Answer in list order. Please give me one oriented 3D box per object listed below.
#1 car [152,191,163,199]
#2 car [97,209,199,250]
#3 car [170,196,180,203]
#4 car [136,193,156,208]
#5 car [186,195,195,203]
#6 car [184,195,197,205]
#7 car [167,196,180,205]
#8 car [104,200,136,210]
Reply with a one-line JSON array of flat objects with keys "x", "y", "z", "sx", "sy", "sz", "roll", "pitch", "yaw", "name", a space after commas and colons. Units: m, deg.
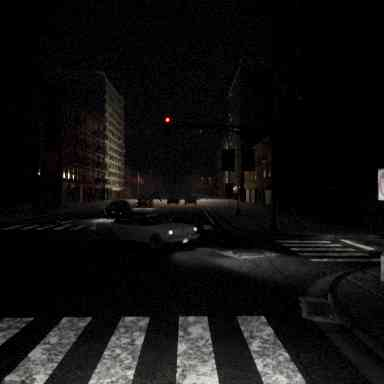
[{"x": -6.774, "y": 0.831, "z": 63.256, "sx": 2.150, "sy": 2.045, "sz": 5.566, "roll": 0, "pitch": 0, "yaw": 0, "name": "car"}, {"x": -1.982, "y": 1.604, "z": 14.415, "sx": 4.718, "sy": 1.301, "sz": 1.895, "roll": 0, "pitch": 0, "yaw": 40, "name": "car"}, {"x": -3.468, "y": 1.590, "z": 69.864, "sx": 1.895, "sy": 1.301, "sz": 4.718, "roll": 0, "pitch": 0, "yaw": 0, "name": "car"}, {"x": -6.801, "y": 1.346, "z": 47.913, "sx": 2.097, "sy": 1.767, "sz": 4.553, "roll": 0, "pitch": 0, "yaw": 0, "name": "car"}, {"x": -0.296, "y": 1.467, "z": 68.314, "sx": 1.882, "sy": 1.535, "sz": 5.008, "roll": 0, "pitch": 0, "yaw": 0, "name": "car"}, {"x": -0.252, "y": 1.344, "z": 58.281, "sx": 2.097, "sy": 1.767, "sz": 4.553, "roll": 0, "pitch": 0, "yaw": 0, "name": "car"}, {"x": -3.410, "y": 1.469, "z": 59.711, "sx": 1.882, "sy": 1.535, "sz": 5.008, "roll": 0, "pitch": 0, "yaw": 0, "name": "car"}, {"x": -6.736, "y": 1.505, "z": 30.657, "sx": 1.837, "sy": 1.490, "sz": 4.892, "roll": 0, "pitch": 0, "yaw": 0, "name": "car"}]
